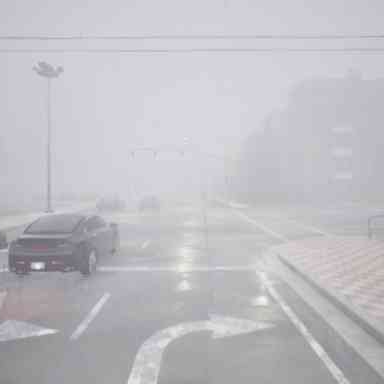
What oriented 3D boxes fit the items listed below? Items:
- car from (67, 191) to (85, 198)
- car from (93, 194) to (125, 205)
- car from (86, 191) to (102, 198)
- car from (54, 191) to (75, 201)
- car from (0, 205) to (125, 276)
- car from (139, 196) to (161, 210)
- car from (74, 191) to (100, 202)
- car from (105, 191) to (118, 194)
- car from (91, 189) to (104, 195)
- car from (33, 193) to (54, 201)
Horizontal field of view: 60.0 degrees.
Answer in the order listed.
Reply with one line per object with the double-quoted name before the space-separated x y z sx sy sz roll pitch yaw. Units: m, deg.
"car" -23.336 0.541 67.088 1.994 1.385 4.181 0 1 0
"car" -7.601 1.123 31.585 1.895 1.301 4.718 0 1 -2
"car" -19.836 0.537 67.288 1.994 1.385 4.181 0 1 0
"car" -19.848 0.671 53.452 1.882 1.535 5.008 0 1 0
"car" -3.456 1.355 9.826 1.837 1.490 4.892 0 1 -1
"car" -4.197 1.052 33.816 1.994 1.385 4.181 0 1 -2
"car" -16.353 0.733 52.517 1.812 1.442 4.674 0 1 3
"car" -16.336 0.525 67.256 2.033 1.411 5.357 0 1 0
"car" -23.339 -0.072 82.157 1.994 1.385 4.181 0 1 0
"car" -23.341 0.803 52.908 1.895 1.301 4.718 0 1 0
